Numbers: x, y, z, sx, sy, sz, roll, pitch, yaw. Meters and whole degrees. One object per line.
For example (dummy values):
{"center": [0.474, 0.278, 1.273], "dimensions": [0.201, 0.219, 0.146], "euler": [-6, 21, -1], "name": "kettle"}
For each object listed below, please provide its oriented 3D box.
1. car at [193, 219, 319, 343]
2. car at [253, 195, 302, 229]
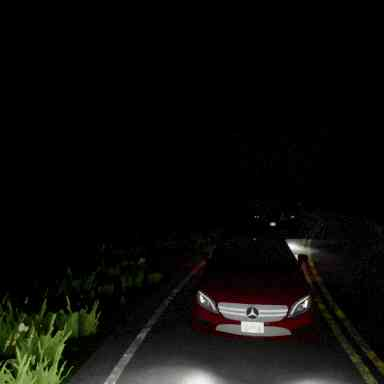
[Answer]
{"center": [1.224, 1.534, 6.703], "dimensions": [1.812, 1.442, 4.674], "euler": [-1, 0, 10], "name": "car"}
{"center": [4.982, 1.215, 18.879], "dimensions": [2.150, 2.045, 5.566], "euler": [-2, -1, 22], "name": "car"}
